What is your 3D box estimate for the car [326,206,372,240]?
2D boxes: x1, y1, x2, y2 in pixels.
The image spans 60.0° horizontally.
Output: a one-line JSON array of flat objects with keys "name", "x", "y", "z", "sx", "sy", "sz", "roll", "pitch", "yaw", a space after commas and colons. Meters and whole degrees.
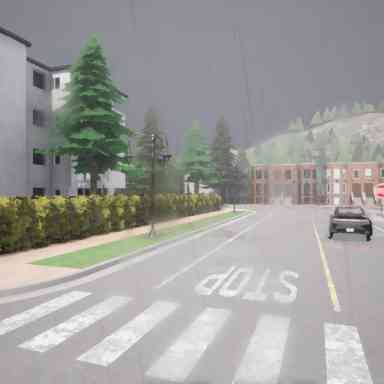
[{"name": "car", "x": 8.068, "y": 1.488, "z": 17.196, "sx": 2.128, "sy": 1.511, "sz": 4.902, "roll": 1, "pitch": 0, "yaw": 23}]
